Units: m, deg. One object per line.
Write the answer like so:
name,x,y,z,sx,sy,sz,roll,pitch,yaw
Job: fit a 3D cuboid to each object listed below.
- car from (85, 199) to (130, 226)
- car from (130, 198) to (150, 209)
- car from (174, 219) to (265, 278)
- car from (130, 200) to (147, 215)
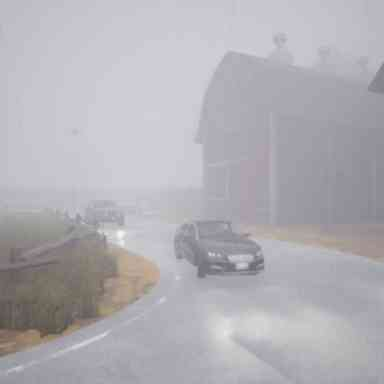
car,-7.057,1.616,26.519,2.150,2.045,5.566,1,-1,-29
car,-9.070,2.042,54.301,2.150,2.045,5.566,1,-1,-40
car,0.678,1.677,10.933,2.128,1.511,4.902,1,-1,-15
car,-7.878,2.140,43.906,1.882,1.535,5.008,0,-1,10
